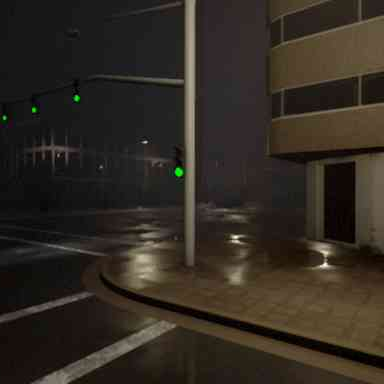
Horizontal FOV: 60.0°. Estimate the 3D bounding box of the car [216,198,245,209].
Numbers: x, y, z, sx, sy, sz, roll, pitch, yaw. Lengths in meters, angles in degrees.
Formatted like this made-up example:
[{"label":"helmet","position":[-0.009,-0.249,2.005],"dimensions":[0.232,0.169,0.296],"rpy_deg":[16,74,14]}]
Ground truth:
[{"label":"car","position":[5.304,1.513,45.180],"dimensions":[2.033,1.411,5.357],"rpy_deg":[0,0,36]}]
